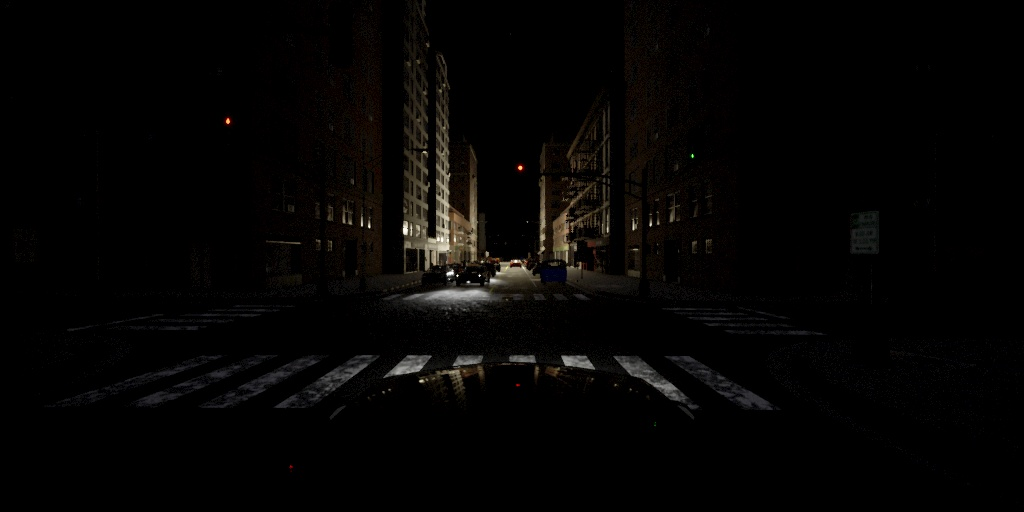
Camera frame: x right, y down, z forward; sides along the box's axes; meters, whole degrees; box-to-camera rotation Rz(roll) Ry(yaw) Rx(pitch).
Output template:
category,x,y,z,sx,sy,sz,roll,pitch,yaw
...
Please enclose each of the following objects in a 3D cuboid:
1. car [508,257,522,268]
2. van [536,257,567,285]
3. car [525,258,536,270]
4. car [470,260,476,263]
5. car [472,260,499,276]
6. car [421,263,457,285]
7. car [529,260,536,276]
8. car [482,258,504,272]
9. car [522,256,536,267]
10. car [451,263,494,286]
category,x,y,z,sx,sy,sz,roll,pitch,yaw
car,0.626,1.336,59.057,1.895,1.301,4.718,0,0,1
van,2.850,1.089,25.375,1.690,1.789,3.998,0,0,1
car,3.058,1.325,48.099,1.802,1.307,4.207,0,0,1
car,-4.968,1.269,47.997,1.751,1.417,4.829,0,0,1
car,-2.544,1.349,35.158,1.895,1.301,4.718,0,0,1
car,-5.175,1.299,25.440,2.007,1.370,4.403,0,0,1
car,2.954,1.329,36.736,1.802,1.307,4.207,0,0,1
car,-2.446,1.309,45.212,1.994,1.385,4.181,0,0,1
car,3.110,1.054,53.781,2.192,1.841,5.009,0,0,1
car,-2.649,1.349,25.147,1.895,1.301,4.718,0,0,4
